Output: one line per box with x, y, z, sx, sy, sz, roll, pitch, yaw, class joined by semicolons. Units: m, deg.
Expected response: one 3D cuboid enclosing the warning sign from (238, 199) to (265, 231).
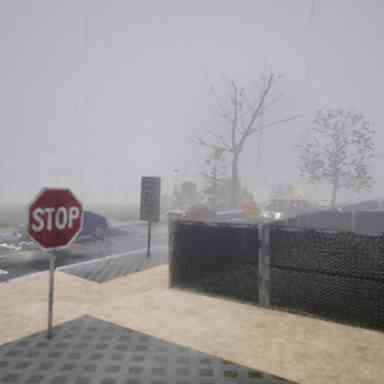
3.846;1.450;21.429;1.300;1.860;1.060;4;2;33;warning sign

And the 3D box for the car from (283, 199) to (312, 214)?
12.971;1.599;39.955;2.097;1.767;4.553;4;2;33;car

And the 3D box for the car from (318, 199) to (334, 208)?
21.374;1.811;52.943;1.812;1.442;4.674;4;2;33;car

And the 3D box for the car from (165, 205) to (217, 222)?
-0.020;1.644;25.372;1.895;1.301;4.718;4;2;33;car

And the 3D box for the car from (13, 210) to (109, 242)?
-6.054;1.551;15.965;1.812;1.442;4.674;4;2;31;car

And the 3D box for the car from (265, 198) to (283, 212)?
10.849;1.595;42.024;1.837;1.490;4.892;4;1;33;car
